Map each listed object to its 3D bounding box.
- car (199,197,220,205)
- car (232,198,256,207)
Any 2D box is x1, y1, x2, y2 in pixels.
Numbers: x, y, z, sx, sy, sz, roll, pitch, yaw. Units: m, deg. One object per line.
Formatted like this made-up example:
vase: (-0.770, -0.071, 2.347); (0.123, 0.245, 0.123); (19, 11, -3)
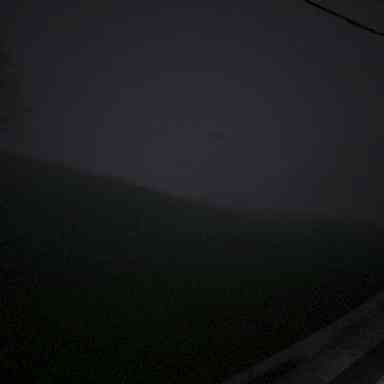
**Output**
car: (3.358, 1.776, 64.930); (1.837, 1.490, 4.892); (0, 0, -35)
car: (8.628, 1.713, 55.943); (2.128, 1.511, 4.902); (0, 0, -30)
